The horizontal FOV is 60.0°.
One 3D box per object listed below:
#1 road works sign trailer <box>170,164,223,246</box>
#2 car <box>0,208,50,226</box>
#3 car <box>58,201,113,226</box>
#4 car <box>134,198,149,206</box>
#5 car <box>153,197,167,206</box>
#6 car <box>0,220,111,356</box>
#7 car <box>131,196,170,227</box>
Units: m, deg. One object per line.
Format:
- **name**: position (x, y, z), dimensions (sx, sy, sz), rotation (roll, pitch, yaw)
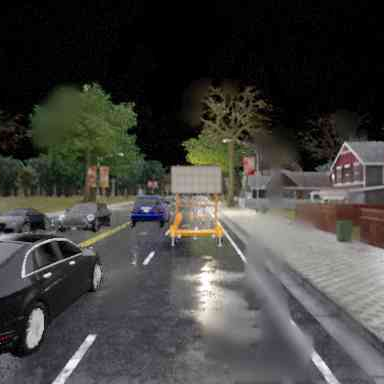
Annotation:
- **road works sign trailer**: position (0.205, 0.496, 15.462), dimensions (2.380, 3.560, 2.880), rotation (0, 0, 1)
- **car**: position (-9.606, 1.602, 18.506), dimensions (1.994, 1.385, 4.181), rotation (0, 0, 1)
- **car**: position (-6.334, 1.394, 20.136), dimensions (2.097, 1.767, 4.553), rotation (0, 0, 1)
- **car**: position (-9.019, 1.783, 59.877), dimensions (1.895, 1.301, 4.718), rotation (0, 0, 1)
- **car**: position (-5.757, 1.664, 60.570), dimensions (1.882, 1.535, 5.008), rotation (0, 0, 1)
- **car**: position (-3.072, 1.515, 6.052), dimensions (1.837, 1.490, 4.892), rotation (0, 0, 1)
- **car**: position (-2.839, 1.274, 23.515), dimensions (2.150, 2.045, 5.566), rotation (0, 0, 1)
